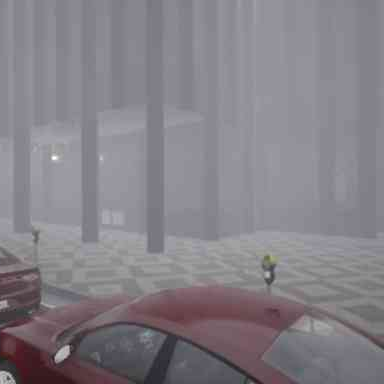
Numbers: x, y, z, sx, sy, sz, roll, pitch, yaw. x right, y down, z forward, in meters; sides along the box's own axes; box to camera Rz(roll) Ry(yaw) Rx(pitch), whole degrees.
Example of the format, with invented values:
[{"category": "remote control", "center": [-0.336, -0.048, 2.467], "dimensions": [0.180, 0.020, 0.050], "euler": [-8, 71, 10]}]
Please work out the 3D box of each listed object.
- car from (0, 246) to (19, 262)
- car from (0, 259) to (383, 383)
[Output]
[{"category": "car", "center": [-4.603, 1.506, 6.149], "dimensions": [4.507, 1.381, 1.887], "euler": [0, 0, 36]}, {"category": "car", "center": [-0.027, 1.536, 2.878], "dimensions": [4.507, 1.381, 1.887], "euler": [0, 0, 36]}]
